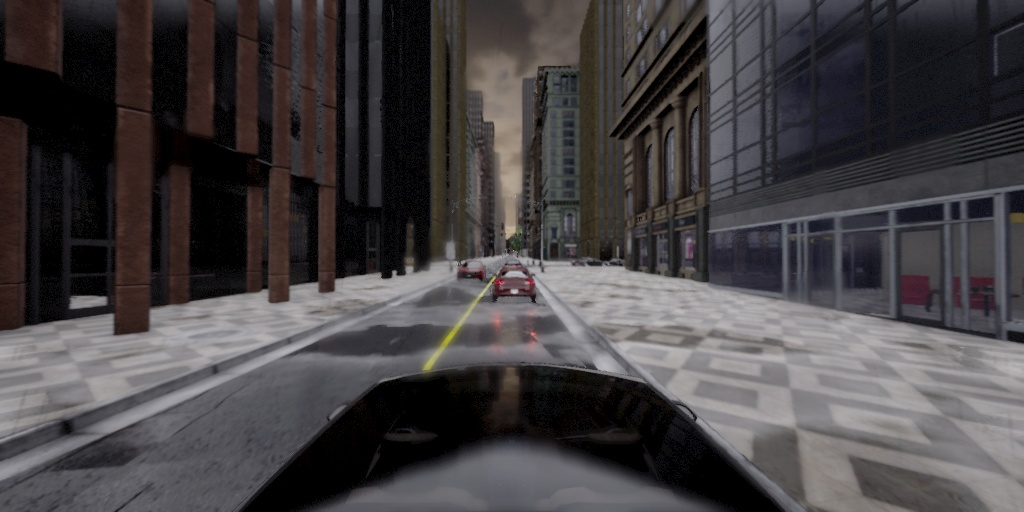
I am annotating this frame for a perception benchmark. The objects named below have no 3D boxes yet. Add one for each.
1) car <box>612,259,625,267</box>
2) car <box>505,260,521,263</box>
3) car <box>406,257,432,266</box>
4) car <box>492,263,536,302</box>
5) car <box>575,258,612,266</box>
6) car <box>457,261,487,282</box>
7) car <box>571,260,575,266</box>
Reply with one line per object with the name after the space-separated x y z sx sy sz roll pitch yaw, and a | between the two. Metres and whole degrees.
18.003 1.052 54.365 4.313 1.339 1.948 0 0 0 | car
0.099 1.078 33.746 2.128 1.511 4.902 0 0 0 | car
-14.586 0.914 54.260 4.829 1.417 1.751 0 0 0 | car
0.099 1.200 16.260 1.812 1.442 4.674 0 0 0 | car
12.333 1.017 54.347 4.403 1.370 2.007 0 0 0 | car
-2.998 1.096 27.467 1.882 1.535 5.008 0 0 0 | car
12.336 0.991 62.872 4.097 1.591 1.967 0 0 0 | car
